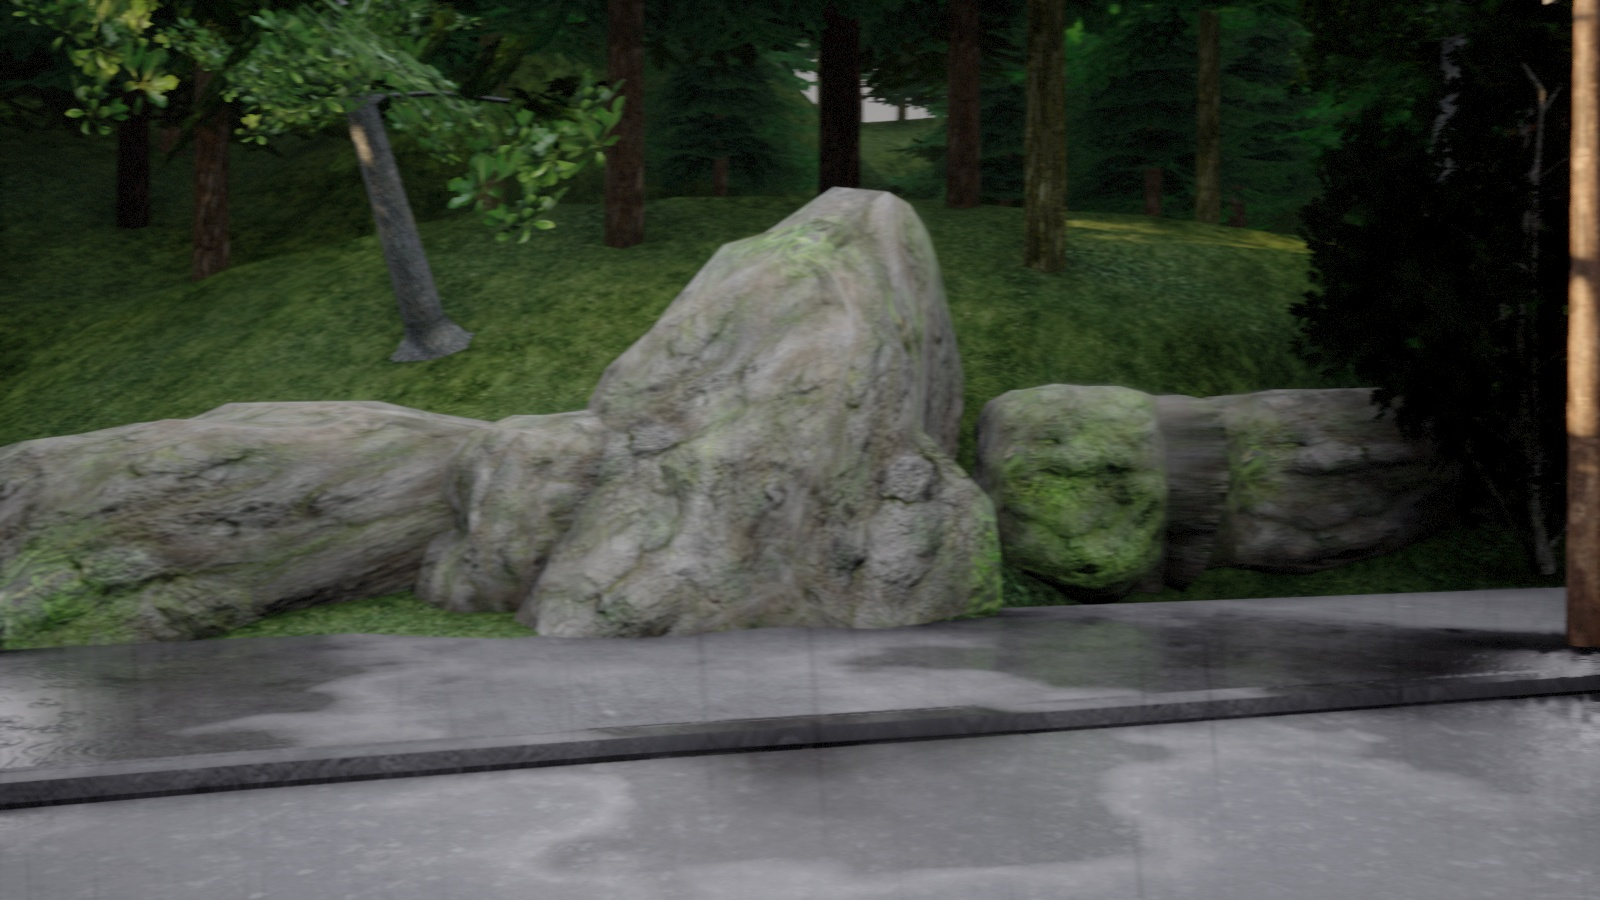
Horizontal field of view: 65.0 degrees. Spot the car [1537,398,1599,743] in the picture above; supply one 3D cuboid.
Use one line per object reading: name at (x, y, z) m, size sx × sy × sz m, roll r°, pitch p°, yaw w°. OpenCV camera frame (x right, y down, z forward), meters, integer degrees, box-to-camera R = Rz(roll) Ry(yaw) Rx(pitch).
car at (6.301, 0.584, 6.059) m, size 4.611 × 1.667 × 2.242 m, roll 0°, pitch 0°, yaw -18°
